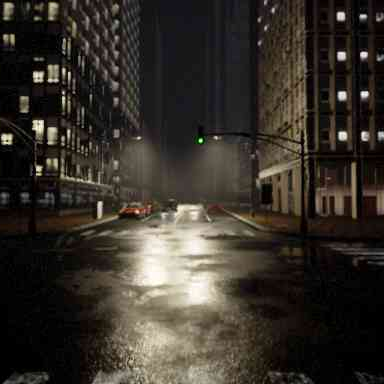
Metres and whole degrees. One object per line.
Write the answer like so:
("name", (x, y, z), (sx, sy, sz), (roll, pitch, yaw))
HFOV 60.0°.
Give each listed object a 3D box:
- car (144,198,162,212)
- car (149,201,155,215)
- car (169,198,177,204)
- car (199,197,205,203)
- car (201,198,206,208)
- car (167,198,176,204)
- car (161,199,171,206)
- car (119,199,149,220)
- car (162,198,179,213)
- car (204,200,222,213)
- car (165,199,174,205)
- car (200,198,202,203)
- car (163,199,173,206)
("car", (-5.538, 1.740, 42.379), (2.192, 1.841, 5.009), (1, -1, 0))
("car", (-5.561, 1.952, 36.801), (1.802, 1.307, 4.206), (1, -1, 0))
("car", (-5.390, 2.490, 92.550), (1.947, 1.339, 4.313), (1, -1, 0))
("car", (2.991, 2.462, 92.606), (1.887, 1.381, 4.507), (1, -1, 0))
("car", (2.873, 2.056, 53.738), (1.752, 1.417, 4.829), (1, -1, 0))
("car", (-5.406, 2.419, 86.975), (2.008, 1.369, 4.403), (1, -1, 0))
("car", (-5.457, 2.246, 70.250), (1.887, 1.381, 4.507), (1, -1, 0))
("car", (-5.575, 1.755, 31.227), (1.967, 1.590, 4.097), (1, -1, 0))
("car", (-2.861, 1.929, 44.151), (1.837, 1.490, 4.892), (0, 0, 0))
("car", (2.837, 2.001, 42.412), (1.802, 1.307, 4.206), (1, -1, 0))
("car", (-5.424, 2.357, 81.400), (1.887, 1.381, 4.507), (1, -1, 0))
("car", (2.888, 2.151, 59.144), (1.947, 1.339, 4.313), (1, -1, 0))
("car", (-5.440, 2.308, 75.825), (2.008, 1.369, 4.403), (1, -1, 0))
